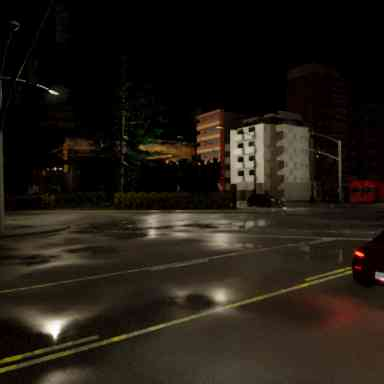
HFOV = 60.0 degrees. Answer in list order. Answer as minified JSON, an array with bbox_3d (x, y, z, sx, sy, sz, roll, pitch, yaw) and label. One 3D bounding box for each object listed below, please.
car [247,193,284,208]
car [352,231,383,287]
[{"bbox_3d":[8.616,0.928,39.342,2.097,1.767,4.553,-1,1,-35],"label":"car"},{"bbox_3d":[5.544,1.429,7.715,4.674,1.442,1.812,-1,1,-35],"label":"car"}]
